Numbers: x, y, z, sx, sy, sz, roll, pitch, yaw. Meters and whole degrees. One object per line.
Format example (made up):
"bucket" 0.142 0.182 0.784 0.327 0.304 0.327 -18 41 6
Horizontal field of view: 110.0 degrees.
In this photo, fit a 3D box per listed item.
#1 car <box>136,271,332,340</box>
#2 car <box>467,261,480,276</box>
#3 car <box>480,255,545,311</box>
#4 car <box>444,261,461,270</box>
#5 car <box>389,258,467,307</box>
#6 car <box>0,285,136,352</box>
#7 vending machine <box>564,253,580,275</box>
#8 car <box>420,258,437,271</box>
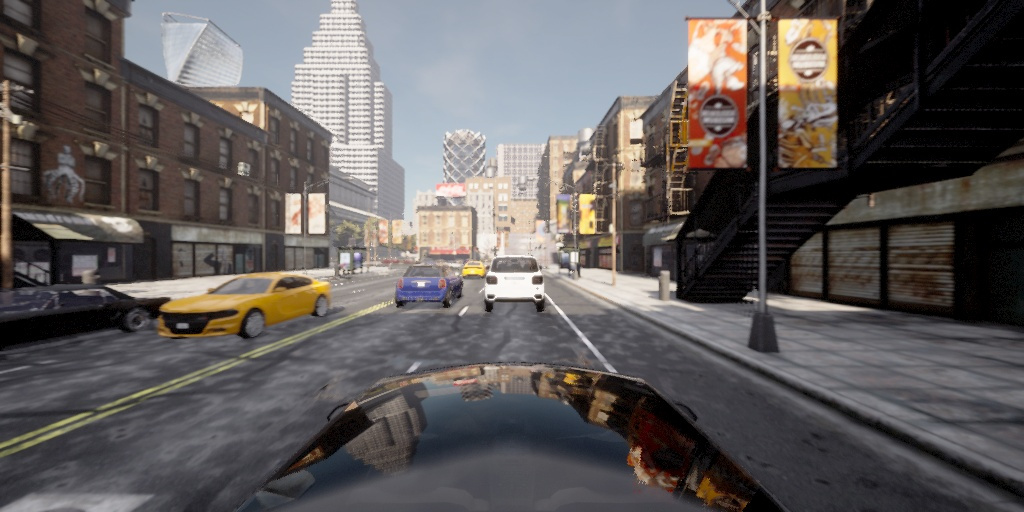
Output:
"car" -7.105 1.230 10.231 1.882 1.535 5.008 0 0 0
"car" -3.421 1.237 33.636 1.882 1.535 5.008 0 0 0
"car" 0.092 0.975 14.626 2.150 2.045 5.566 0 0 0
"car" -8.778 1.366 52.927 1.895 1.301 4.718 0 0 -17
"car" -3.409 1.106 15.561 2.097 1.767 4.553 0 0 0
"car" -10.605 1.353 7.954 1.895 1.301 4.718 0 0 0
"vending machine" 7.346 0.957 43.848 1.100 2.100 0.880 0 0 -1
"car" -11.756 1.116 50.163 2.097 1.767 4.553 0 0 -15
